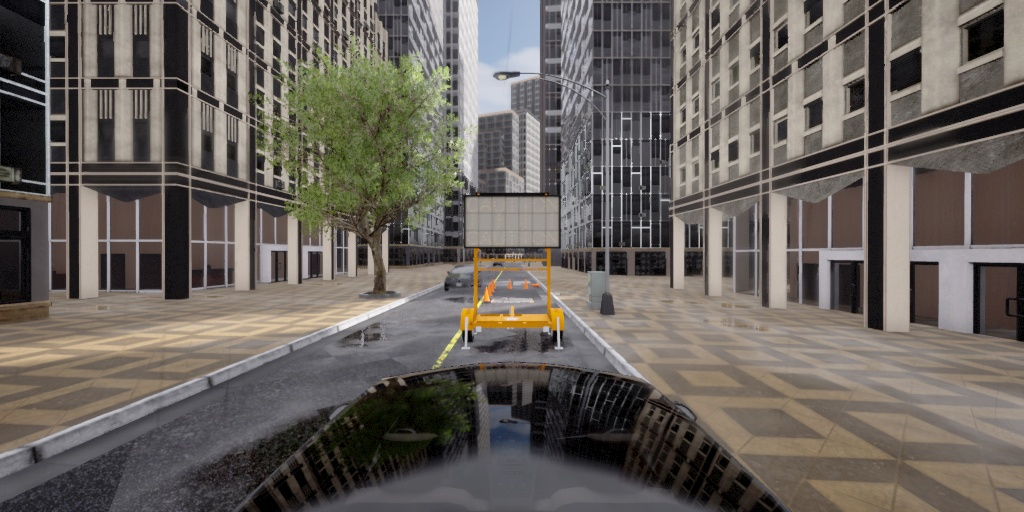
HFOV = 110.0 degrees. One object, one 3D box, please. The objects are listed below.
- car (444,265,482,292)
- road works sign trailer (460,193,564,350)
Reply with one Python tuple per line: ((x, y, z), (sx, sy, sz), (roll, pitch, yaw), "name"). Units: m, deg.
((-2.827, 1.279, 21.459), (1.812, 1.442, 4.674), (0, 0, 0), "car")
((0.010, 0.214, 9.080), (2.380, 3.560, 2.880), (0, 0, 0), "road works sign trailer")
